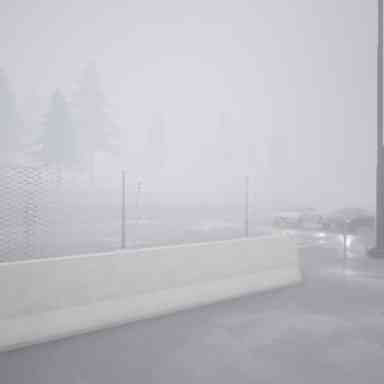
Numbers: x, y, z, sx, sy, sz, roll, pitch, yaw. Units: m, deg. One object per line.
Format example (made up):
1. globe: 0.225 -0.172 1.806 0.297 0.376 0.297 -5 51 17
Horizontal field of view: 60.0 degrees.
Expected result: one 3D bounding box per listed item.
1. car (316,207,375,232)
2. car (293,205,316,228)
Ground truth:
1. car: 10.020 1.679 21.061 4.674 1.442 1.812 0 0 -42
2. car: 7.684 1.693 23.667 4.674 1.442 1.812 0 0 -42
